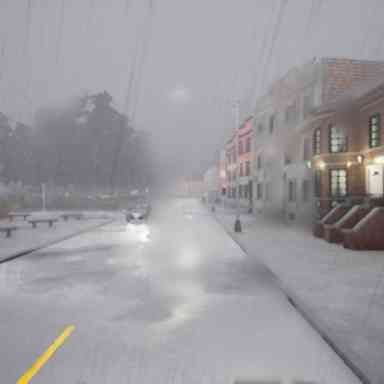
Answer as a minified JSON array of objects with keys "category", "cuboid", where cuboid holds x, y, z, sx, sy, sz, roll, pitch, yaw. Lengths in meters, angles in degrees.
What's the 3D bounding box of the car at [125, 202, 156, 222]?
[{"category":"car","cuboid":[-4.058,1.564,26.751,2.128,1.511,4.902,0,0,0]}]
